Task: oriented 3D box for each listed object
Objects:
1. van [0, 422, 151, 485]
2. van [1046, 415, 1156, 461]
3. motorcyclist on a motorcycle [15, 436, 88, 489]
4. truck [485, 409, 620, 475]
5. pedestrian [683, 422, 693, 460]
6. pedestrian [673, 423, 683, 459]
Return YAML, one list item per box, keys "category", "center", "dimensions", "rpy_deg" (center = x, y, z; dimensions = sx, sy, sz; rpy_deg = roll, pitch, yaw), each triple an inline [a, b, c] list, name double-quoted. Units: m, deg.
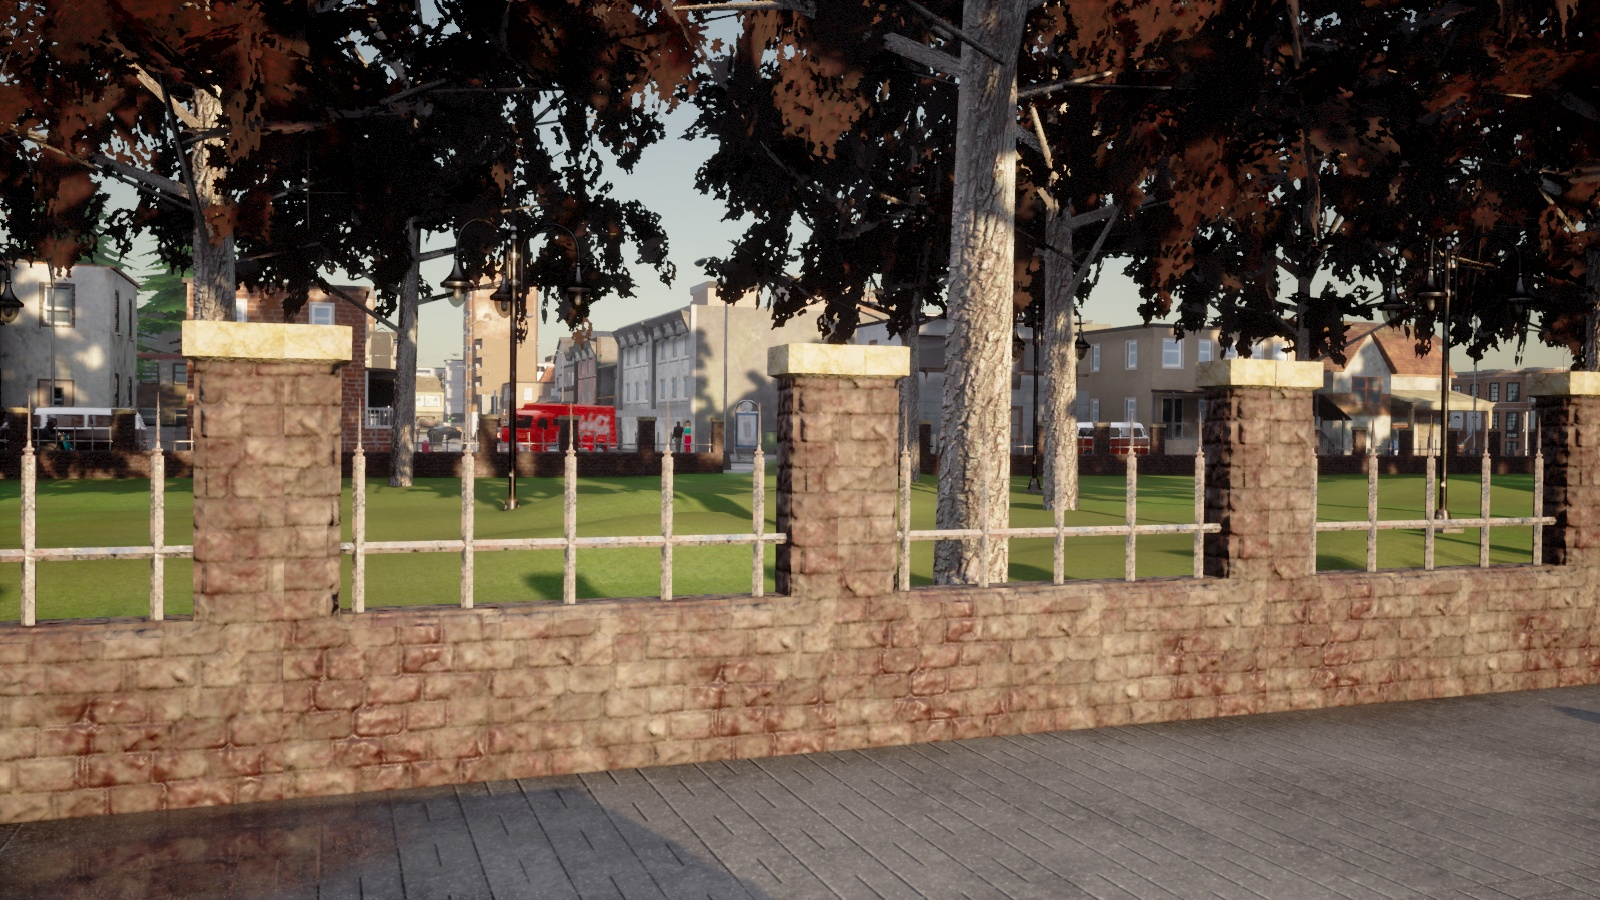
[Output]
- category: "van"
  center: [-24.798, 0.093, 42.805]
  dimensions: [4.480, 2.038, 2.069]
  rpy_deg: [-1, 1, -21]
- category: "van"
  center: [13.751, -0.562, 57.438]
  dimensions: [4.480, 2.038, 2.069]
  rpy_deg: [-1, 1, -21]
- category: "motorcyclist on a motorcycle"
  center: [-23.256, 0.367, 39.053]
  dimensions: [1.817, 1.590, 0.866]
  rpy_deg: [-1, 1, -22]
- category: "truck"
  center: [-9.802, -0.407, 50.180]
  dimensions: [2.627, 2.467, 5.204]
  rpy_deg: [2, 2, 27]
- category: "pedestrian"
  center: [-5.517, -0.440, 61.904]
  dimensions: [0.345, 1.836, 0.594]
  rpy_deg: [0, 1, 11]
- category: "pedestrian"
  center: [-6.298, -0.477, 64.709]
  dimensions: [0.431, 1.840, 0.703]
  rpy_deg: [-1, 1, -2]
